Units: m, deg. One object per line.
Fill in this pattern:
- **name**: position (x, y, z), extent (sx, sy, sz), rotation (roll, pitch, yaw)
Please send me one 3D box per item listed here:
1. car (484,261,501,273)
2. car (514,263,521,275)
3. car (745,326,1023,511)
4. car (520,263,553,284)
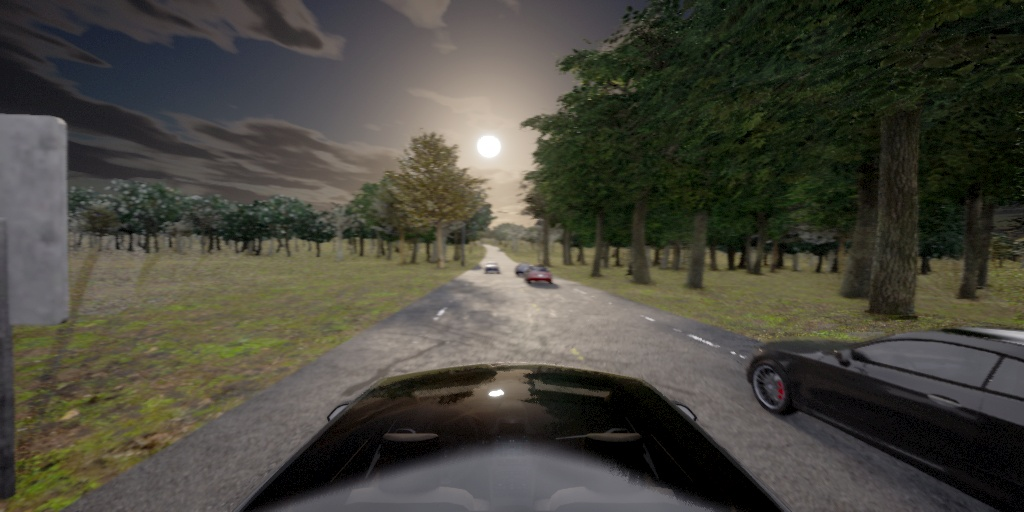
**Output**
- **car**: position (-2.404, 1.363, 44.122), extent (2.033, 1.411, 5.357), rotation (1, 0, -3)
- **car**: position (1.318, 1.448, 40.997), extent (1.994, 1.385, 4.181), rotation (1, 0, -2)
- **car**: position (4.383, 1.377, 3.261), extent (1.812, 1.442, 4.674), rotation (1, 0, -3)
- **car**: position (2.011, 1.405, 28.423), extent (1.994, 1.385, 4.181), rotation (1, 0, -3)
